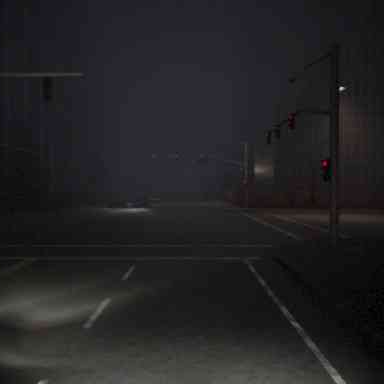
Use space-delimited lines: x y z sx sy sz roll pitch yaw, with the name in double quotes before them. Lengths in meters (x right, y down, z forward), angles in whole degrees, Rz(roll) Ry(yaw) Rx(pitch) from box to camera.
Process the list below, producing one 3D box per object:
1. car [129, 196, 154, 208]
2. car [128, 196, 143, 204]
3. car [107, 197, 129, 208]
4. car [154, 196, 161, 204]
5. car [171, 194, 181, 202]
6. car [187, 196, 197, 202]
"car" -7.077 1.432 46.912 2.128 1.511 4.902 0 0 0
"car" -10.527 1.449 62.248 1.812 1.442 4.674 0 0 1
"car" -10.575 1.419 46.963 1.882 1.535 5.008 0 0 0
"car" -7.022 1.447 62.939 1.812 1.442 4.674 0 0 0
"car" -3.502 1.243 72.083 2.097 1.767 4.553 0 0 0
"car" -0.002 1.440 72.113 1.994 1.385 4.181 0 0 0
